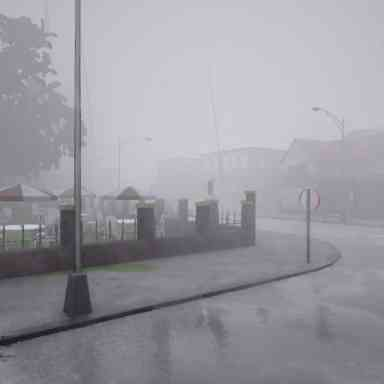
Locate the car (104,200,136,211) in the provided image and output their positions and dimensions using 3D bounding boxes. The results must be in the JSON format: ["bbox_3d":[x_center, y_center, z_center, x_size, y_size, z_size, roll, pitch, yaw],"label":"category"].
[{"bbox_3d":[-8.579,1.220,39.529,2.150,2.045,5.566,0,0,-35],"label":"car"}]

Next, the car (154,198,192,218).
[{"bbox_3d":[-1.965,1.352,30.252,2.097,1.767,4.553,0,0,-36],"label":"car"}]
